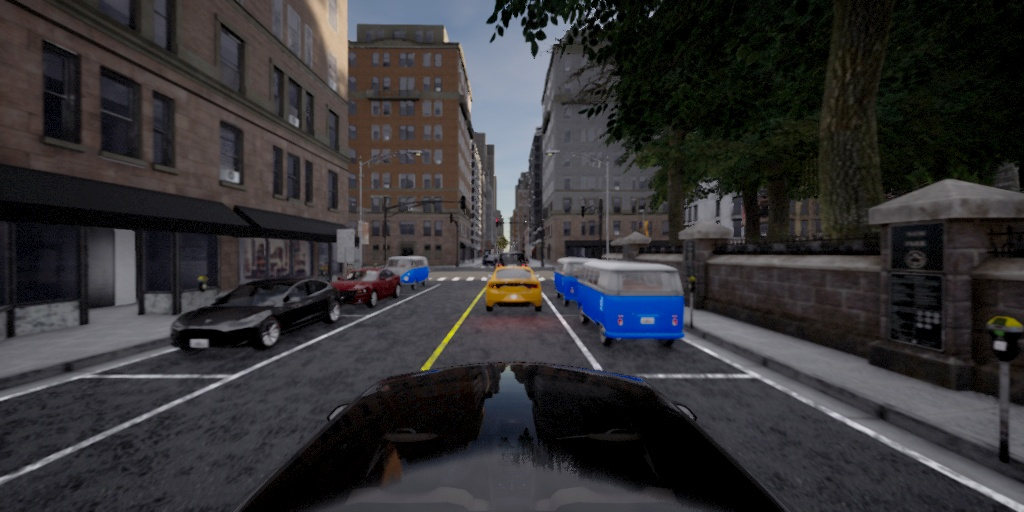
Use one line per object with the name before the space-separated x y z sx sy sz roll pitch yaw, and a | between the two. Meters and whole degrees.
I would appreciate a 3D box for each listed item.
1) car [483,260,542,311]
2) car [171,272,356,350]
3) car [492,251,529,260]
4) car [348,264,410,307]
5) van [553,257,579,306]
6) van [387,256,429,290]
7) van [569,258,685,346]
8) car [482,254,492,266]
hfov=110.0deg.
car | 0.062 1.105 13.739 1.882 1.535 5.008 0 1 0
car | -5.860 1.243 8.899 1.948 1.339 4.313 0 0 0
car | -0.035 0.737 24.212 2.150 2.045 5.566 0 1 -1
car | -5.864 1.164 14.559 1.888 1.381 4.507 0 0 0
van | 2.662 0.960 14.573 1.690 1.789 3.998 0 0 0
van | -5.866 0.900 20.219 1.690 1.789 3.998 0 0 0
van | 2.665 1.018 8.915 1.690 1.789 3.998 0 0 0
car | -3.267 0.562 53.469 2.097 1.767 4.553 0 0 1
